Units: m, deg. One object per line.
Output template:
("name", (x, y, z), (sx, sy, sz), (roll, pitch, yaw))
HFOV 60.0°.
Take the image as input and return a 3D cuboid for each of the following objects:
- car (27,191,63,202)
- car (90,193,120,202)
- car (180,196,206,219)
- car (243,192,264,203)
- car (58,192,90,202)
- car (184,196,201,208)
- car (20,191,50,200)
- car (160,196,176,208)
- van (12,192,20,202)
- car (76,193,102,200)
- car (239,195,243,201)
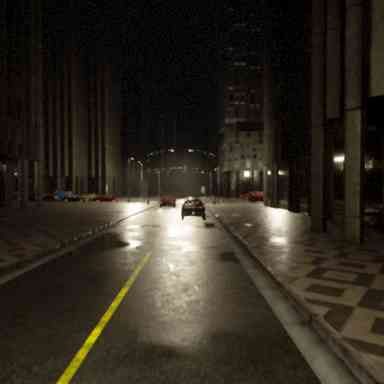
("car", (-25.975, 0.899, 58.180), (5.009, 1.841, 2.192), (0, 1, 0))
("car", (-14.925, 1.176, 58.221), (4.507, 1.381, 1.887), (0, 1, 0))
("car", (0.095, 1.294, 26.224), (2.128, 1.511, 4.902), (0, 1, 0))
("car", (12.116, 1.073, 58.301), (5.009, 1.841, 2.192), (0, 1, 0))
("car", (-20.451, 1.158, 58.203), (4.403, 1.369, 2.008), (0, 1, 0))
("car", (0.096, 1.247, 43.151), (2.033, 1.411, 5.357), (0, 0, 0))
("car", (-31.513, 0.688, 66.692), (5.009, 1.841, 2.192), (0, 1, 0))
("car", (-3.009, 1.189, 42.402), (1.882, 1.535, 5.008), (0, 0, 0))
("van", (-31.501, 0.903, 58.162), (3.998, 1.788, 1.690), (0, 1, 0))
("car", (-20.635, 0.943, 66.727), (4.829, 1.417, 1.752), (0, 1, 0))
("car", (12.100, 0.884, 66.824), (5.009, 1.841, 2.192), (0, 1, 0))
